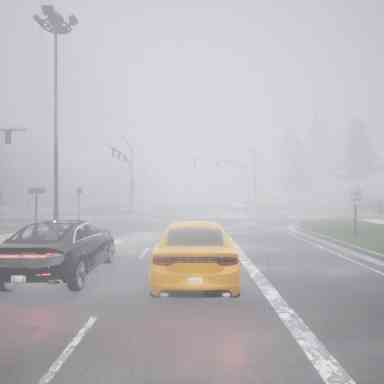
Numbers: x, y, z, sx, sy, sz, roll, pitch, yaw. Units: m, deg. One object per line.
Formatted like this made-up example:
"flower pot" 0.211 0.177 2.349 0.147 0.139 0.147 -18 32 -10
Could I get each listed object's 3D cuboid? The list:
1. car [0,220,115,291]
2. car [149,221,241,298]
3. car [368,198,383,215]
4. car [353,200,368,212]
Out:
"car" -3.420 1.492 8.962 2.128 1.511 4.902 0 0 0
"car" 0.072 1.478 8.578 1.882 1.535 5.008 0 0 0
"car" 20.648 1.221 32.128 5.566 2.045 2.150 0 0 0
"car" 21.614 1.491 39.134 4.902 1.511 2.128 0 0 0
